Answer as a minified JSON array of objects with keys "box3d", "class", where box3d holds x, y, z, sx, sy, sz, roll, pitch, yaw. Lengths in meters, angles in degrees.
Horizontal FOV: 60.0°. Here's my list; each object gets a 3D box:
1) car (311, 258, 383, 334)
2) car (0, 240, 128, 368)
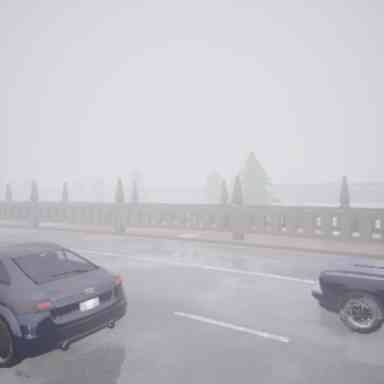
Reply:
[{"box3d":[4.386,1.575,5.026,4.718,1.301,1.895,0,0,35],"class":"car"},{"box3d":[-3.140,1.548,5.741,4.181,1.385,1.994,0,0,32],"class":"car"}]
